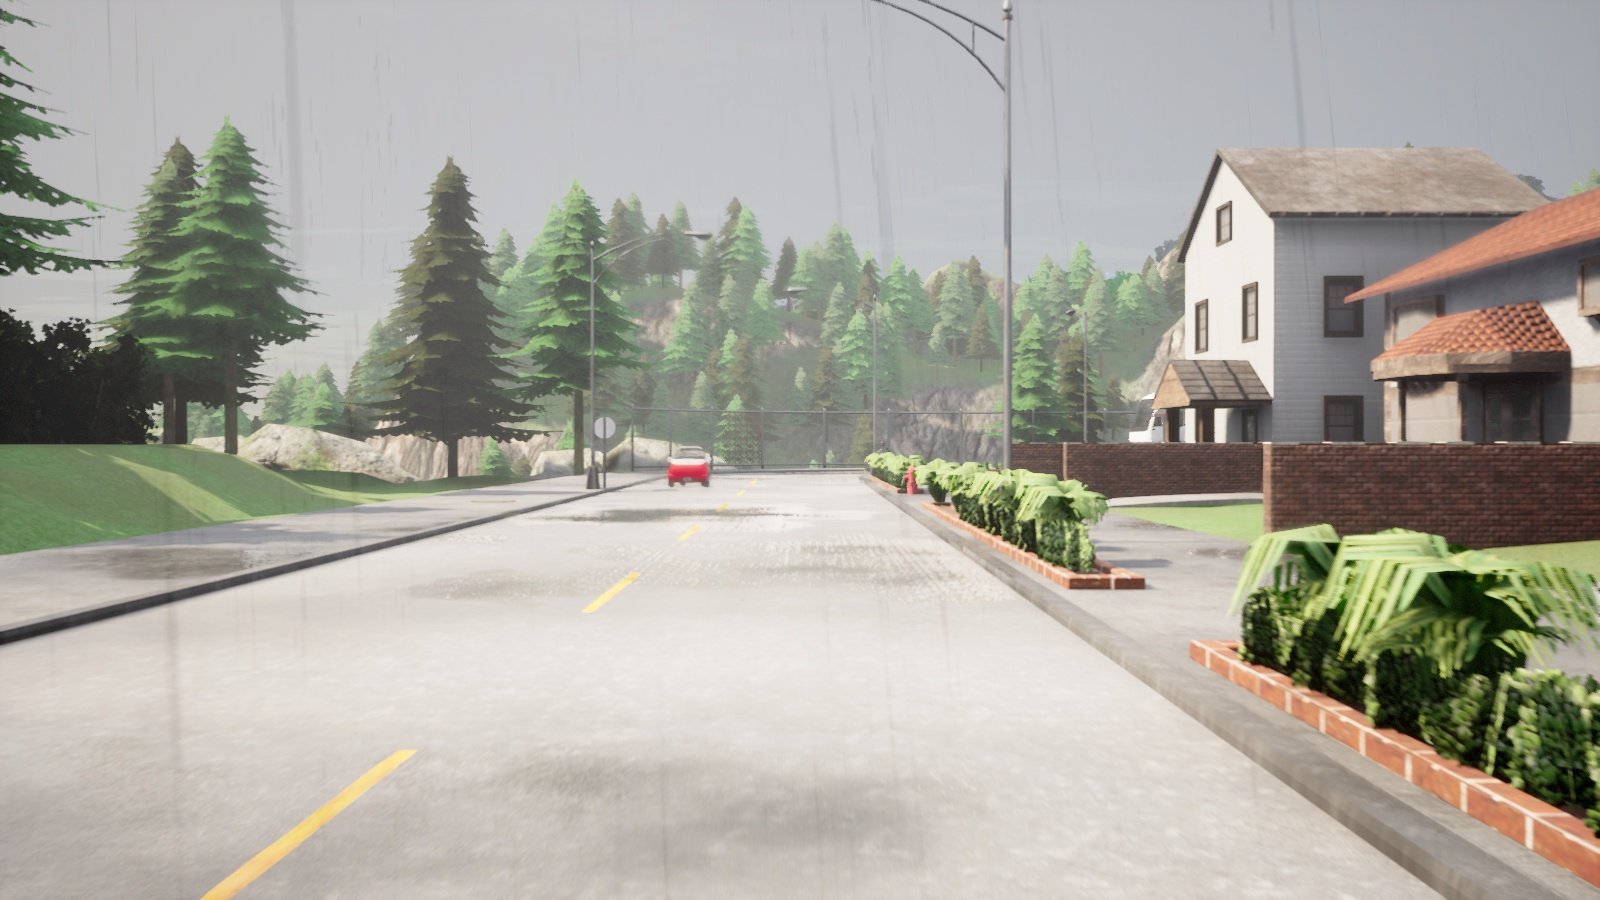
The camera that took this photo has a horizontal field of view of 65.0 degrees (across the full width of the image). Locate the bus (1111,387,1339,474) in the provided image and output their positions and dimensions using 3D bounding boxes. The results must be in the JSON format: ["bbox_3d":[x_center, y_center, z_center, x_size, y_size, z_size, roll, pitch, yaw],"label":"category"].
[{"bbox_3d":[21.413,-0.972,63.846,10.273,4.253,3.944,0,0,0],"label":"bus"}]

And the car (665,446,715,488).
[{"bbox_3d":[-3.732,0.558,42.706,1.481,1.376,2.207,0,0,1],"label":"car"}]
